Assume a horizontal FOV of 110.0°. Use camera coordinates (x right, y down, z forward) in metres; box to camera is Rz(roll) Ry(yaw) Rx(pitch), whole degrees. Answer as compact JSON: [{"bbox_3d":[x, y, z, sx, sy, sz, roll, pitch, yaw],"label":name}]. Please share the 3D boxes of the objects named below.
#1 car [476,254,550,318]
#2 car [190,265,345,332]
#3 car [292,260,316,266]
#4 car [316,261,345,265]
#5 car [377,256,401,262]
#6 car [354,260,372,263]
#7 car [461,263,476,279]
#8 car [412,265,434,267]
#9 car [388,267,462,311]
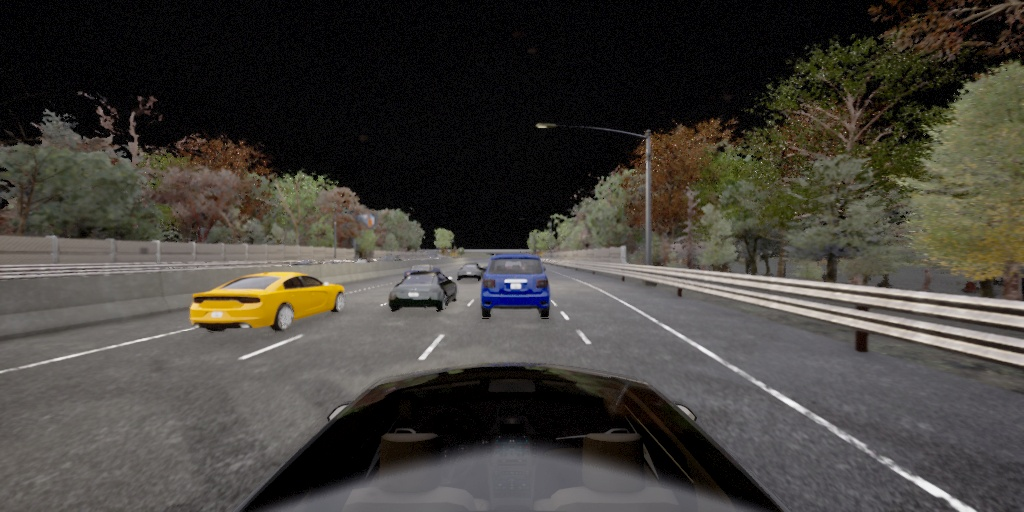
[{"bbox_3d":[0.093,0.958,12.989,2.150,2.045,5.566,0,0,0],"label":"car"},{"bbox_3d":[-6.896,1.217,10.860,1.882,1.535,5.008,0,0,0],"label":"car"},{"bbox_3d":[-28.034,1.272,49.387,2.033,1.411,5.357,0,0,1],"label":"car"},{"bbox_3d":[-24.541,1.325,49.527,1.895,1.301,4.718,0,0,0],"label":"car"},{"bbox_3d":[-17.537,0.947,51.463,2.150,2.045,5.566,0,0,0],"label":"car"},{"bbox_3d":[-21.040,1.249,50.356,1.812,1.442,4.674,0,0,0],"label":"car"},{"bbox_3d":[-3.386,1.289,30.209,1.994,1.385,4.181,0,0,0],"label":"car"},{"bbox_3d":[-6.887,1.327,28.272,1.895,1.301,4.718,0,0,0],"label":"car"},{"bbox_3d":[-3.395,1.299,14.385,1.994,1.385,4.181,0,0,0],"label":"car"}]
